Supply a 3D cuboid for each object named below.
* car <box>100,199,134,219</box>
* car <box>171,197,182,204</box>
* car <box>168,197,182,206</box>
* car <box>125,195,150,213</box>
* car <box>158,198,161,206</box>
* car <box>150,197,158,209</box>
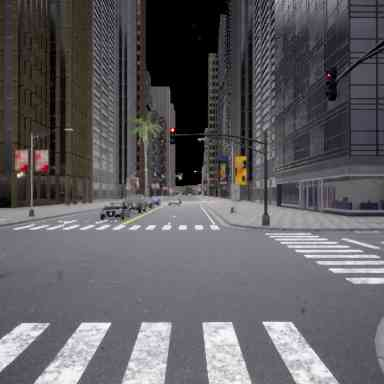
[{"bbox_3d":[-6.642,1.627,29.175,1.994,1.385,4.181,0,0,0],"label":"car"},{"bbox_3d":[-3.255,1.788,69.742,1.994,1.385,4.181,0,0,0],"label":"car"},{"bbox_3d":[-3.241,1.781,59.847,1.895,1.301,4.718,0,0,0],"label":"car"},{"bbox_3d":[-6.657,1.314,38.499,2.150,2.045,5.566,0,0,0],"label":"car"},{"bbox_3d":[-6.635,1.652,58.567,1.882,1.535,5.008,0,0,0],"label":"car"},{"bbox_3d":[-6.664,1.482,48.428,2.097,1.767,4.553,0,0,0],"label":"car"}]
